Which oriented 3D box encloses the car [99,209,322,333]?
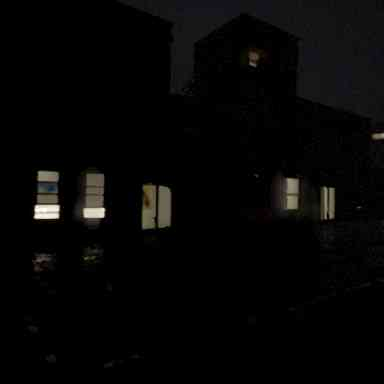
[{"bbox_3d":[0.684,1.335,7.029,5.009,1.841,2.192,0,1,-36],"label":"car"}]
